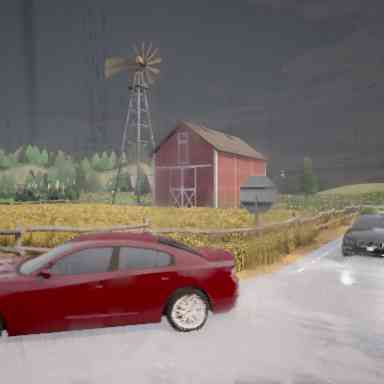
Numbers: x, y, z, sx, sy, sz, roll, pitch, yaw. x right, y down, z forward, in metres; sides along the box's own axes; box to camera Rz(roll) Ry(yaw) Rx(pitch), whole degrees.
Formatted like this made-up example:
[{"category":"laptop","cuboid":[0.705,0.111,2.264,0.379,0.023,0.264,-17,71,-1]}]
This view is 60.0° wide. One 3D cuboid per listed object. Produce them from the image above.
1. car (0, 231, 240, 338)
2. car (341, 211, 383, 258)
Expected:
[{"category":"car","cuboid":[-1.650,1.478,5.864,5.008,1.535,1.882,0,1,-13]},{"category":"car","cuboid":[6.899,1.505,12.243,1.837,1.490,4.892,0,0,35]}]
